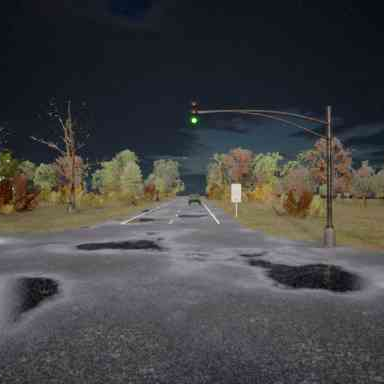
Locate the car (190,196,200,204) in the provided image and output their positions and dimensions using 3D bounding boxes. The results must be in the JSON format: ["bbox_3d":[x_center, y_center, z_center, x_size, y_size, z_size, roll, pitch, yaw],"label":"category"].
[{"bbox_3d":[0.555,1.616,69.623,2.033,1.411,5.357,0,0,0],"label":"car"}]

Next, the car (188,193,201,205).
[{"bbox_3d":[0.473,1.271,59.234,2.150,2.045,5.566,0,0,0],"label":"car"}]
